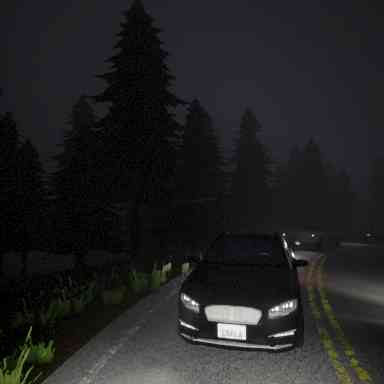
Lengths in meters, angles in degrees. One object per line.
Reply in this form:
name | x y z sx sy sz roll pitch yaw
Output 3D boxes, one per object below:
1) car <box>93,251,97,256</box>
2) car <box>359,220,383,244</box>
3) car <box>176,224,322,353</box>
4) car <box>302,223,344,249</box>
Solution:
car | -20.300 13.650 72.939 4.181 1.381 1.994 -2 -5 31
car | 15.767 3.218 26.423 5.566 2.045 2.150 8 -8 -28
car | 1.129 1.561 6.581 2.128 1.511 4.902 -1 -2 15
car | 6.462 2.305 17.640 1.895 1.301 4.718 -3 -6 39
